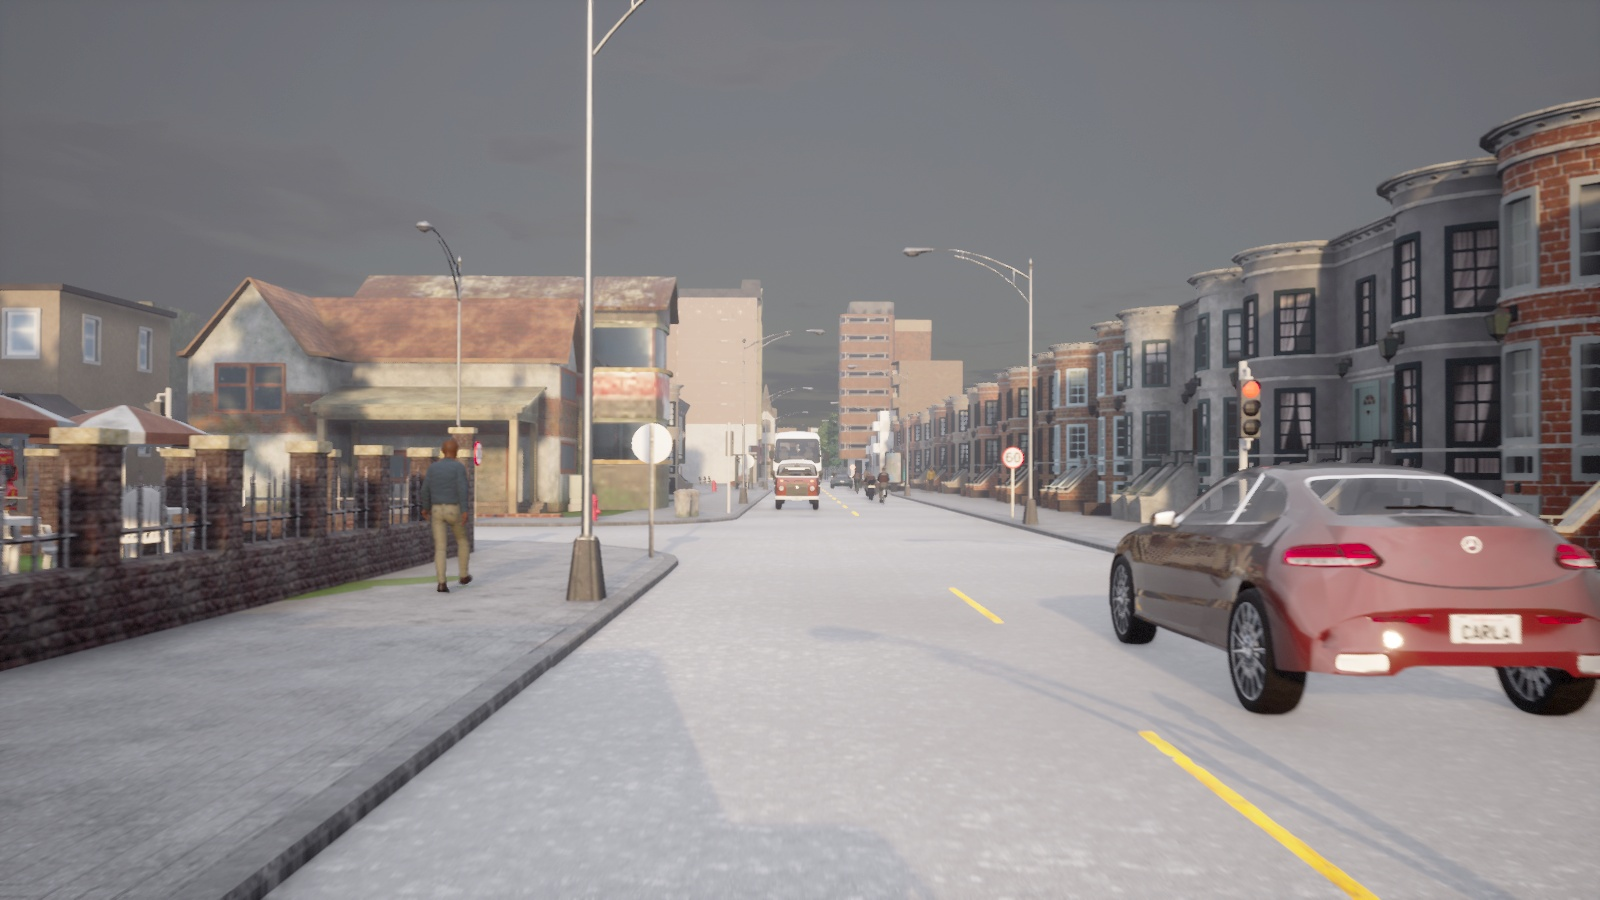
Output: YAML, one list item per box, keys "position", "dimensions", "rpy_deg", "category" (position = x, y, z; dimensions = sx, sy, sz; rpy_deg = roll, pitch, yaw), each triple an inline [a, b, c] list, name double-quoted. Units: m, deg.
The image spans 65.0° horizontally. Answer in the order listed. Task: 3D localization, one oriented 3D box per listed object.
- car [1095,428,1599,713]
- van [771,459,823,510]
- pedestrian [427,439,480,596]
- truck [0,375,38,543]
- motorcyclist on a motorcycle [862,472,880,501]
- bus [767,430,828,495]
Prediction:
- position: [3.971, 0.742, 9.827]
  dimensions: [2.152, 1.651, 5.027]
  rpy_deg: [0, -1, 0]
  category: "car"
- position: [-0.109, 1.407, 51.914]
  dimensions: [2.069, 2.038, 4.480]
  rpy_deg: [0, -1, 0]
  category: "van"
- position: [-4.137, 0.792, 15.028]
  dimensions: [0.370, 1.835, 0.726]
  rpy_deg: [0, -1, 5]
  category: "pedestrian"
- position: [-22.452, 0.216, 28.467]
  dimensions: [8.468, 3.827, 2.891]
  rpy_deg: [0, -1, -3]
  category: "truck"
- position: [3.866, 1.985, 68.763]
  dimensions: [0.866, 1.530, 2.191]
  rpy_deg: [0, -1, 0]
  category: "motorcyclist on a motorcycle"
- position: [-0.168, 0.896, 87.086]
  dimensions: [3.944, 4.253, 10.273]
  rpy_deg: [0, -1, 0]
  category: "bus"
